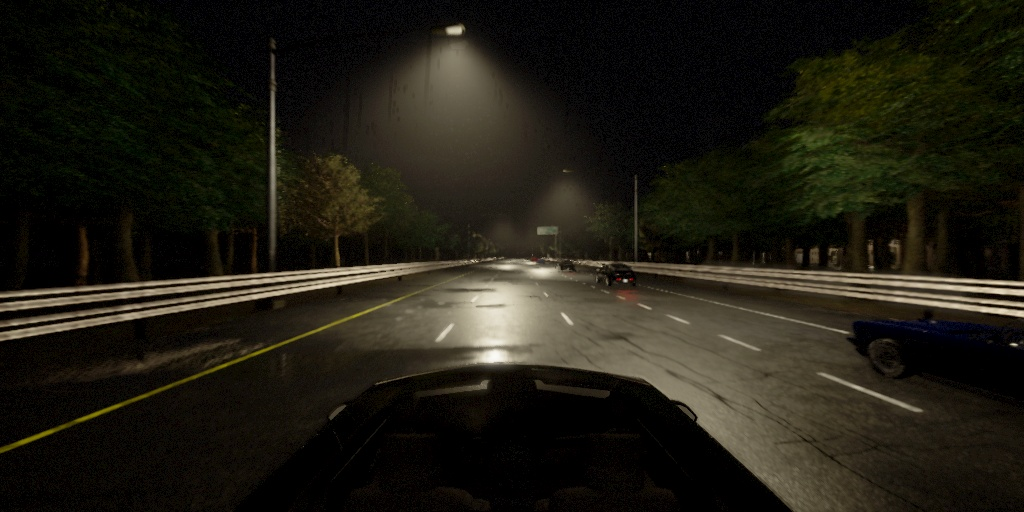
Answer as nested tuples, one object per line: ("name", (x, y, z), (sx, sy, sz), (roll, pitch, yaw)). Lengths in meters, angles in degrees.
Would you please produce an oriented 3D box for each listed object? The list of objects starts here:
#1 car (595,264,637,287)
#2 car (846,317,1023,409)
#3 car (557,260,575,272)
("car", (7.038, 1.281, 24.647), (1.837, 1.490, 4.892), (0, 0, 0))
("car", (7.000, 1.355, 4.334), (1.895, 1.301, 4.718), (0, 0, 0))
("car", (7.132, 1.312, 47.644), (1.837, 1.490, 4.892), (0, 0, 0))
